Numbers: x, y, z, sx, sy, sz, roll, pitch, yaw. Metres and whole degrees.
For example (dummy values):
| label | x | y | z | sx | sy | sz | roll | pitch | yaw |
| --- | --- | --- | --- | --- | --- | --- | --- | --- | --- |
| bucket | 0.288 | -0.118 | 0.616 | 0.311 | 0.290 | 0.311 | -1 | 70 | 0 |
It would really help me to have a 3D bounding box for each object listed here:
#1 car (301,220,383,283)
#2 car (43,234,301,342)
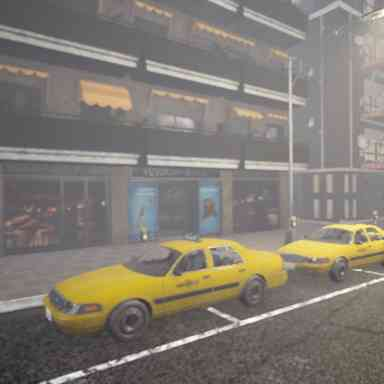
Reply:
| label | x | y | z | sx | sy | sz | roll | pitch | yaw |
| --- | --- | --- | --- | --- | --- | --- | --- | --- | --- |
| car | 4.406 | 1.538 | 9.719 | 4.829 | 1.417 | 1.752 | 0 | -1 | -36 |
| car | -0.204 | 1.531 | 6.429 | 4.829 | 1.417 | 1.752 | 0 | -1 | -36 |
